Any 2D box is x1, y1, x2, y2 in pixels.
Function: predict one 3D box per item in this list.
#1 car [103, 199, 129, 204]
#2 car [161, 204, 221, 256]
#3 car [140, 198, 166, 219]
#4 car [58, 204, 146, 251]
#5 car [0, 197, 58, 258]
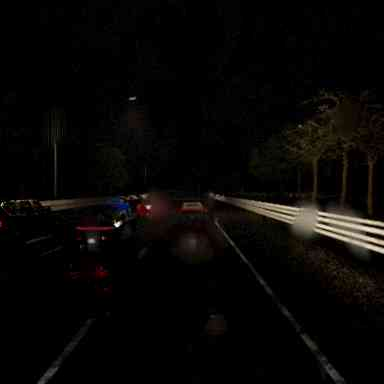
[{"bbox_3d":[-6.953,1.397,30.483,1.882,1.535,5.008,0,0,0],"label":"car"},{"bbox_3d":[0.054,1.447,12.963,1.882,1.535,5.008,0,0,0],"label":"car"},{"bbox_3d":[-3.459,1.276,28.714,2.097,1.767,4.553,0,0,0],"label":"car"},{"bbox_3d":[-3.442,1.459,13.858,2.128,1.511,4.902,0,0,0],"label":"car"},{"bbox_3d":[-6.947,1.194,12.788,2.150,2.045,5.566,0,0,0],"label":"car"}]
